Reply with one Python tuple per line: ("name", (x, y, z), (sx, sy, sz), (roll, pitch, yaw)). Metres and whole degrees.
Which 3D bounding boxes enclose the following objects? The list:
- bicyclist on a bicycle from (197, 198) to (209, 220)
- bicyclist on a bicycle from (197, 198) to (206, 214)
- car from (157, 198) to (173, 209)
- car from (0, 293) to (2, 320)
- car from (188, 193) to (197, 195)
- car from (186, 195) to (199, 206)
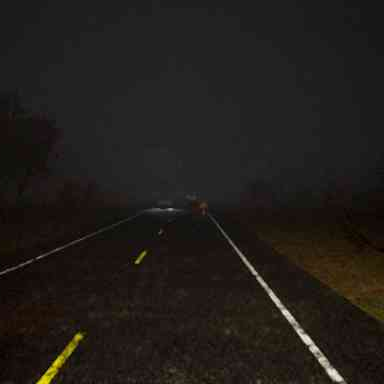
("bicyclist on a bicycle", (0.938, 1.440, 26.567), (0.866, 1.612, 1.509), (0, 0, 0))
("bicyclist on a bicycle", (0.972, 1.437, 35.107), (0.866, 1.612, 1.509), (0, 0, 0))
("car", (-3.596, 1.519, 44.998), (1.812, 1.442, 4.674), (0, 0, 0))
("car", (-3.600, 1.479, 2.596), (1.882, 1.535, 5.008), (0, 0, 0))
("car", (-0.018, 1.173, 73.677), (2.150, 2.045, 5.566), (0, 0, 0))
("car", (0.087, 1.585, 52.612), (1.895, 1.301, 4.718), (0, 0, 0))
